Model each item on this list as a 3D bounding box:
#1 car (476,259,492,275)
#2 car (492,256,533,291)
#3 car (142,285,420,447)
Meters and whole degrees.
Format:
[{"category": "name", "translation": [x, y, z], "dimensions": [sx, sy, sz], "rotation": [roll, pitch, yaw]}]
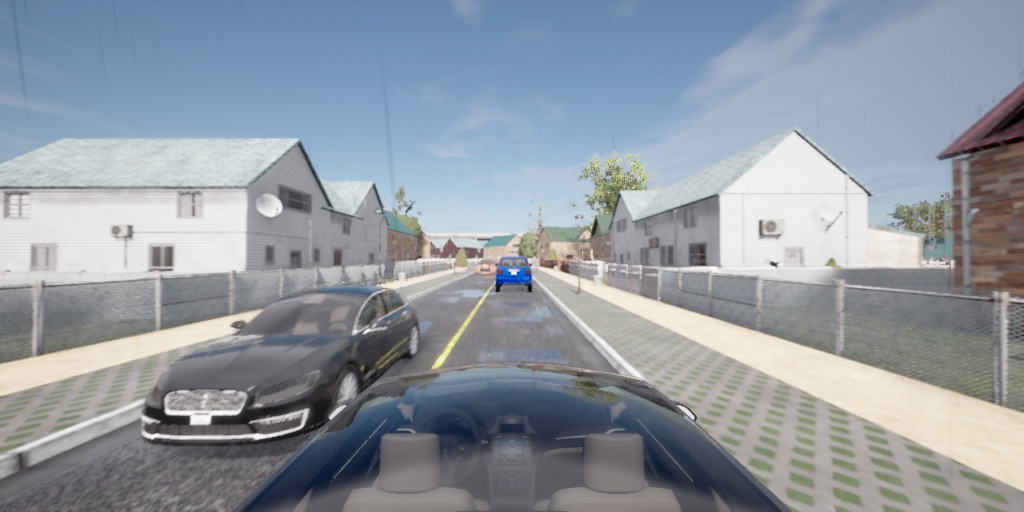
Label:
[{"category": "car", "translation": [-2.813, 1.188, 39.826], "dimensions": [2.097, 1.767, 4.553], "rotation": [0, 0, 0]}, {"category": "car", "translation": [0.110, 1.024, 22.332], "dimensions": [2.150, 2.045, 5.566], "rotation": [0, 0, 0]}, {"category": "car", "translation": [-2.830, 1.267, 5.696], "dimensions": [1.837, 1.490, 4.892], "rotation": [0, -1, 0]}]
